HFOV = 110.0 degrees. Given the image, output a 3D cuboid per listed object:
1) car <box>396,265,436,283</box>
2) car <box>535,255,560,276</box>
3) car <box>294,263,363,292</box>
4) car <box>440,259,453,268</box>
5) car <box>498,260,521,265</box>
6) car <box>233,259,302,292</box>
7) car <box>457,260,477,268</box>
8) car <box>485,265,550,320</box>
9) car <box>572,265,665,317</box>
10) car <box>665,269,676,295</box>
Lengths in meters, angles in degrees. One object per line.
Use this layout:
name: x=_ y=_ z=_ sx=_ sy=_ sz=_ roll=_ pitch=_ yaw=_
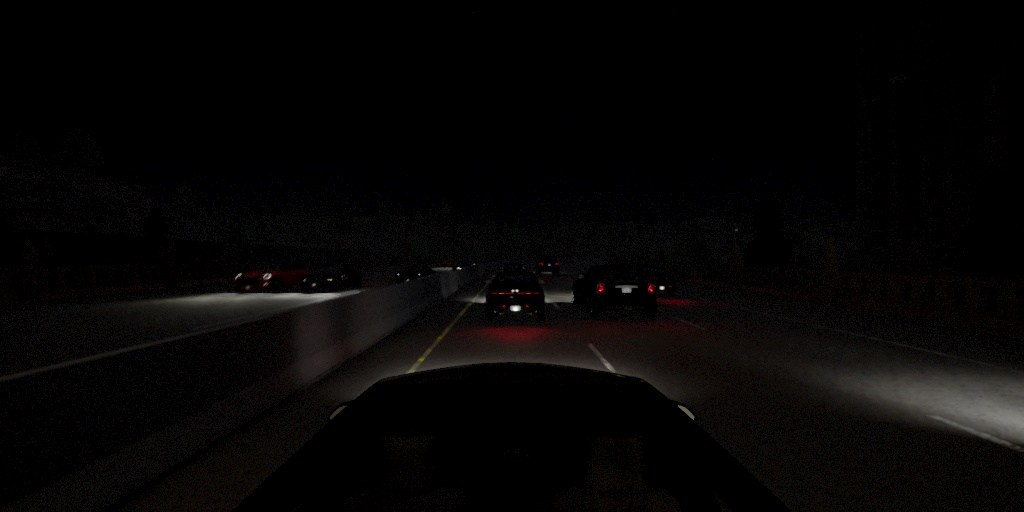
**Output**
car: x=-7.086 y=1.345 z=26.781 sx=1.895 sy=1.301 sz=4.718 roll=0 pitch=0 yaw=0
car: x=3.647 y=0.962 z=37.160 sx=2.150 sy=2.045 sz=5.566 roll=0 pitch=0 yaw=1
car: x=-10.591 y=1.271 z=21.510 sx=1.812 sy=1.442 sz=4.674 roll=0 pitch=0 yaw=0
car: x=-10.819 y=1.230 z=62.692 sx=1.882 sy=1.535 sz=5.008 roll=0 pitch=0 yaw=14
car: x=0.106 y=1.290 z=30.964 sx=2.033 sy=1.411 sz=5.357 roll=0 pitch=0 yaw=0
car: x=-14.088 y=1.097 z=21.365 sx=2.097 sy=1.767 sz=4.553 roll=0 pitch=0 yaw=0
car: x=-7.501 y=1.308 z=61.595 sx=1.994 sy=1.385 sz=4.181 roll=0 pitch=0 yaw=14
car: x=0.103 y=1.253 z=12.696 sx=1.837 sy=1.490 sz=4.892 roll=0 pitch=0 yaw=0
car: x=3.602 y=1.100 z=13.376 sx=2.097 sy=1.767 sz=4.553 roll=0 pitch=0 yaw=0
car: x=7.104 y=1.251 z=19.396 sx=1.837 sy=1.490 sz=4.892 roll=0 pitch=0 yaw=0
